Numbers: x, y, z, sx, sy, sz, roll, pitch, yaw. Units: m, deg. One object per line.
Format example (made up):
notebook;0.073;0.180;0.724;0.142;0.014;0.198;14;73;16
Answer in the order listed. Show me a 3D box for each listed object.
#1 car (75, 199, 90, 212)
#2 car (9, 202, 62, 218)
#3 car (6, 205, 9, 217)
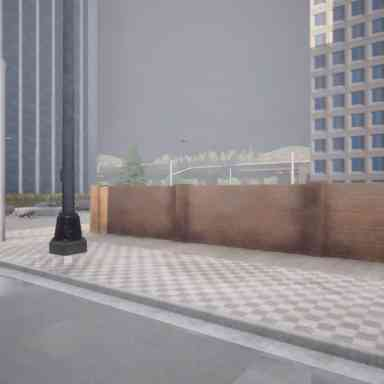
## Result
car;-12.396;1.547;37.480;2.033;1.411;5.357;0;0;35
car;-13.404;1.601;29.944;1.895;1.301;4.718;0;0;35
car;-18.207;1.547;29.251;2.033;1.411;5.357;0;0;32
